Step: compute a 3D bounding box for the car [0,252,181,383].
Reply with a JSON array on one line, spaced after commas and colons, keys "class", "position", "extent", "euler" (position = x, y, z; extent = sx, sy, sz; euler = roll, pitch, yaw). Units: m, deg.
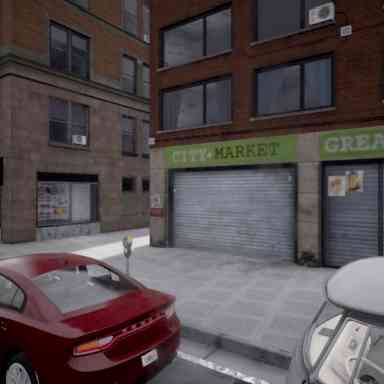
[{"class": "car", "position": [-2.243, 1.544, 4.675], "extent": [4.507, 1.381, 1.887], "euler": [0, 0, 35]}]

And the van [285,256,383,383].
[{"class": "van", "position": [2.366, 1.341, 1.389], "extent": [3.998, 1.788, 1.690], "euler": [0, 0, 35]}]
